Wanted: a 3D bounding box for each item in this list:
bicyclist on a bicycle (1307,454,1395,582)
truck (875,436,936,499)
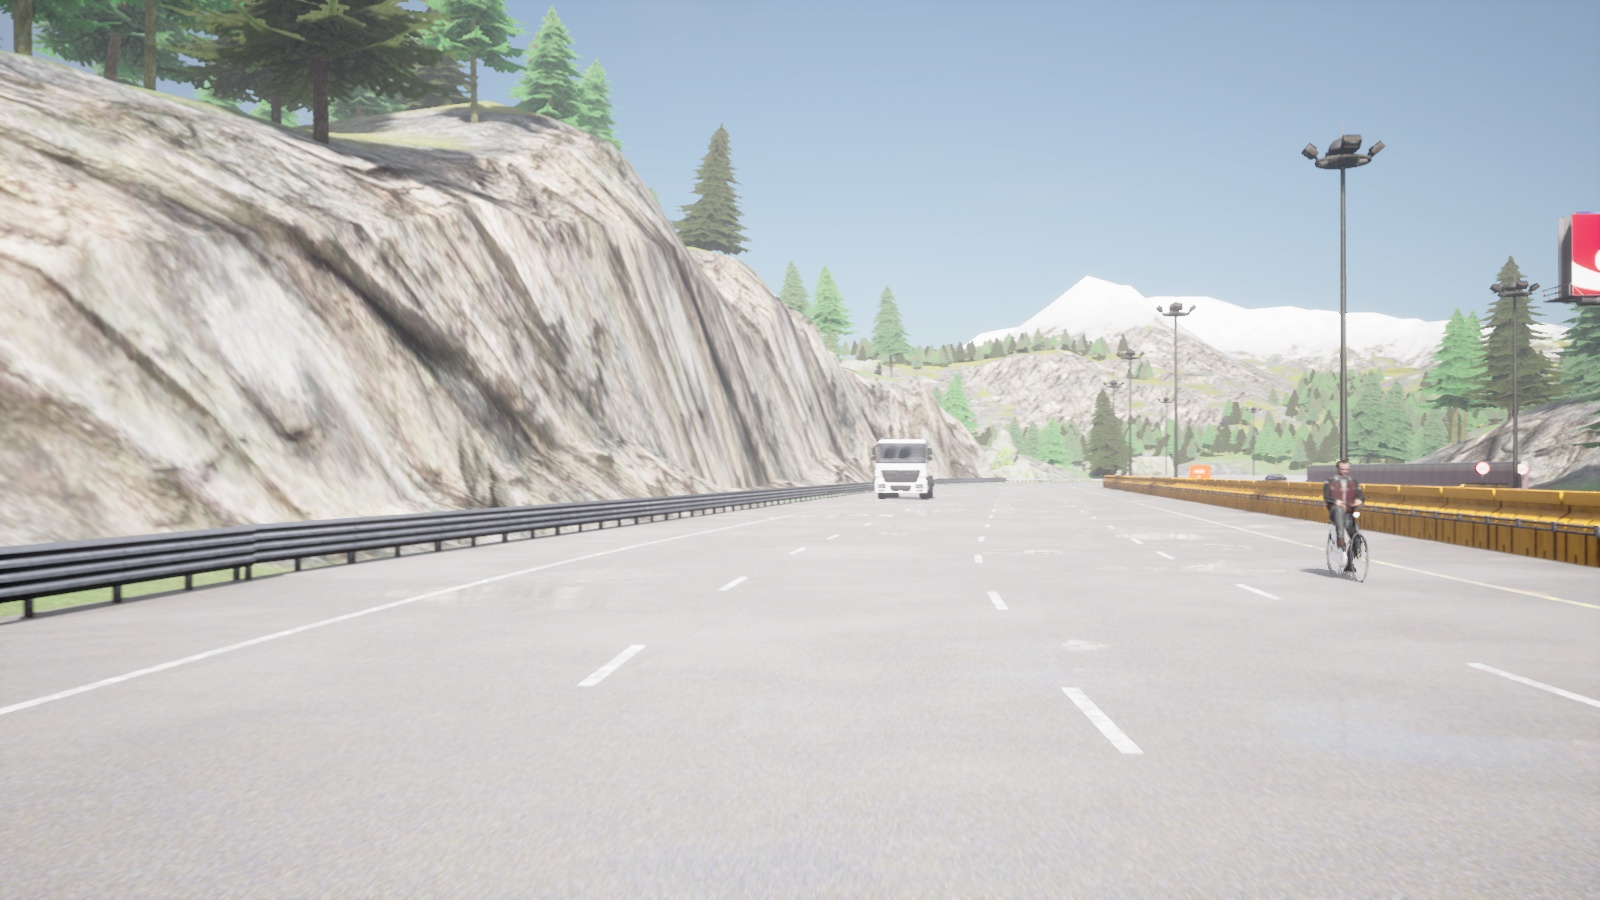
[{"bbox_3d":[8.028,0.964,18.377,0.659,1.776,1.843,0,-1,6],"label":"bicyclist on a bicycle"},{"bbox_3d":[6.175,1.024,72.486,2.891,3.462,7.936,0,-1,9],"label":"truck"}]
